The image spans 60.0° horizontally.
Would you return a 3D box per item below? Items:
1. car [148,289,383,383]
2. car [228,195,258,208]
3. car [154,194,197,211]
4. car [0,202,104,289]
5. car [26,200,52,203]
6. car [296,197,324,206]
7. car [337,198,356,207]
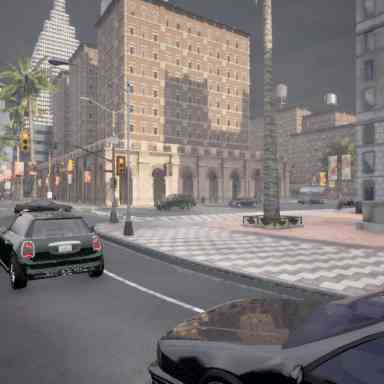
[{"bbox_3d":[2.135,1.547,2.552,5.357,1.411,2.033,0,0,37],"label":"car"},{"bbox_3d":[7.377,1.505,48.095,4.892,1.490,1.837,0,0,-33],"label":"car"},{"bbox_3d":[-2.037,1.221,41.942,5.566,2.045,2.150,0,0,-33],"label":"car"},{"bbox_3d":[-4.247,1.352,9.553,2.097,1.767,4.553,0,0,-36],"label":"car"},{"bbox_3d":[-13.854,1.477,31.225,5.008,1.535,1.882,0,1,-13],"label":"car"},{"bbox_3d":[20.112,1.548,56.437,5.357,1.411,2.033,0,0,-33],"label":"car"},{"bbox_3d":[24.177,1.601,50.529,4.718,1.301,1.895,0,0,-34],"label":"car"}]
